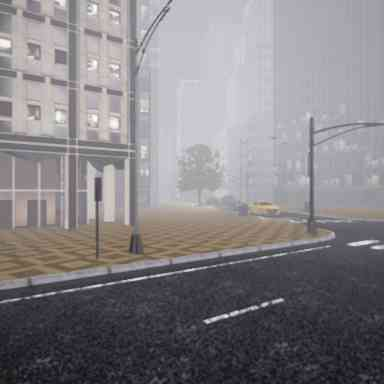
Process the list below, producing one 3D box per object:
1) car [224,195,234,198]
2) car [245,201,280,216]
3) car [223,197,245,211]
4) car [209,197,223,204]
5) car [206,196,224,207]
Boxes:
[{"bbox_3d":[6.727,1.630,63.453,2.150,2.045,5.566,0,0,-8],"label":"car"},{"bbox_3d":[7.456,1.662,34.601,1.882,1.535,5.008,0,0,-8],"label":"car"},{"bbox_3d":[6.089,1.810,44.844,2.033,1.411,5.357,0,0,-7],"label":"car"},{"bbox_3d":[5.354,1.932,73.746,2.033,1.411,5.357,0,0,-8],"label":"car"},{"bbox_3d":[3.889,1.748,61.622,2.097,1.767,4.553,0,0,-7],"label":"car"}]
